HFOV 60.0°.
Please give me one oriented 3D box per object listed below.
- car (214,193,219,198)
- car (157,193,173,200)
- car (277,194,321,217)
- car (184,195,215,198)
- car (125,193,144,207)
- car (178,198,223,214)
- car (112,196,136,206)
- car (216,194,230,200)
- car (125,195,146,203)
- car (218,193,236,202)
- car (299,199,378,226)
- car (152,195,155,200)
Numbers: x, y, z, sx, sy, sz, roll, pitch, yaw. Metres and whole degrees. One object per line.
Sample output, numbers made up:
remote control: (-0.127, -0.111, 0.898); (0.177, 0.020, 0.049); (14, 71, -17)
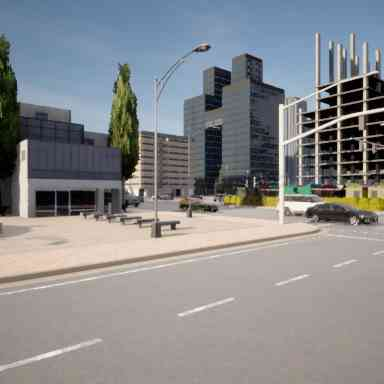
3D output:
car: (6.119, 1.156, 70.017); (3.866, 1.878, 1.905); (0, 0, -40)
car: (-6.441, 1.156, 85.095); (3.866, 1.878, 1.905); (0, 0, -40)
car: (10.265, 1.222, 29.489); (2.150, 2.045, 5.566); (0, 0, -40)
car: (0.238, 1.478, 42.044); (1.882, 1.535, 5.008); (0, 0, -38)
car: (-9.797, 1.224, 49.174); (2.150, 2.045, 5.566); (0, 0, -38)
car: (0.713, 1.601, 35.783); (1.895, 1.301, 4.718); (0, 0, -38)
car: (-11.811, 1.493, 57.464); (2.128, 1.511, 4.902); (0, 0, -38)
car: (8.729, 1.395, 94.167); (3.806, 1.475, 1.970); (0, 0, -40)
car: (-11.761, 1.491, 68.917); (2.128, 1.511, 4.902); (0, 0, -38)
car: (7.960, 1.395, 67.782); (3.806, 1.475, 1.970); (0, 0, -40)
car: (10.414, 1.505, 23.461); (1.837, 1.490, 4.892); (0, 0, -38)
car: (-8.247, 1.153, 87.357); (4.605, 1.855, 1.932); (0, 0, -40)
